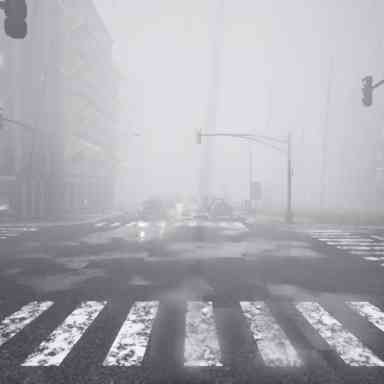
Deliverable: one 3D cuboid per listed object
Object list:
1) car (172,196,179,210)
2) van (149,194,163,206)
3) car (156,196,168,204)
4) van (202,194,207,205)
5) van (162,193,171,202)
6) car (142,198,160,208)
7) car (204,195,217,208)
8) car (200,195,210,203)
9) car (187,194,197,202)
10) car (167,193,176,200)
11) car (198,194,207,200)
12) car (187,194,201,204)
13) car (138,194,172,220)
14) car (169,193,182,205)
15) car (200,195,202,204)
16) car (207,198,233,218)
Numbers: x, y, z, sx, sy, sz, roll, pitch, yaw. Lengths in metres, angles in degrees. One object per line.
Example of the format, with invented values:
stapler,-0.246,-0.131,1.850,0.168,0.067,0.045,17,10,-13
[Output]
car,-3.073,1.525,41.878,1.994,1.385,4.181,0,0,0
van,-5.680,1.286,52.523,1.690,1.788,3.998,-1,0,0
car,-5.672,1.470,63.814,1.887,1.381,4.507,-1,0,0
van,2.665,1.295,46.906,1.690,1.788,3.998,-1,0,0
van,-5.669,1.242,75.108,1.690,1.788,3.998,-1,0,0
car,-5.679,1.520,46.877,1.947,1.339,4.313,-1,0,0
car,2.661,1.410,35.614,1.967,1.590,4.097,-1,0,0
car,2.683,1.353,69.490,1.967,1.590,4.097,-1,0,0
car,0.061,1.264,70.995,2.097,1.767,4.553,0,0,0
car,-5.662,1.173,92.047,2.192,1.841,5.009,-1,0,0
car,2.721,1.313,86.427,1.967,1.590,4.097,-1,0,0
car,0.129,1.479,60.369,2.033,1.411,5.357,0,0,0
car,-3.123,1.332,27.769,2.097,1.767,4.553,0,0,1
car,-3.025,1.156,59.745,2.150,2.045,5.566,0,0,1
car,2.670,1.490,52.552,1.887,1.381,4.507,-1,0,0
car,2.660,1.522,29.969,1.887,1.381,4.507,-1,0,0
